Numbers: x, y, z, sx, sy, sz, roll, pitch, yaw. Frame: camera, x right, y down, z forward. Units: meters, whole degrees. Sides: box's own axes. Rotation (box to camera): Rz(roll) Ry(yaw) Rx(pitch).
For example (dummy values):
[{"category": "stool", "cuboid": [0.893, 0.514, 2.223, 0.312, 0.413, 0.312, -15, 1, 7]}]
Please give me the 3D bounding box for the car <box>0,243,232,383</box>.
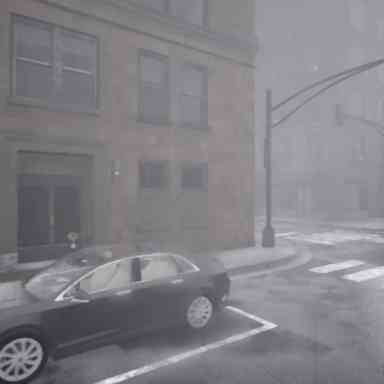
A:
[{"category": "car", "cuboid": [-1.351, 1.552, 5.225, 4.403, 1.369, 2.008, 0, 0, -36]}]
